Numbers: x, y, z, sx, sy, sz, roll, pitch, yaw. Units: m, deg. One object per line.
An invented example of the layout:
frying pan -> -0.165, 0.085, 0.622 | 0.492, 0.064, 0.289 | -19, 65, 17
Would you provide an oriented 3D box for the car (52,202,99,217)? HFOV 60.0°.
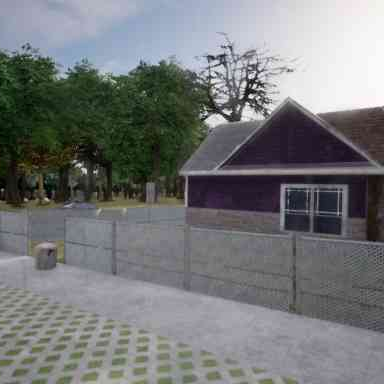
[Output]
car -> -9.752, 1.542, 27.259 | 1.812, 1.442, 4.674 | 2, 1, 36
